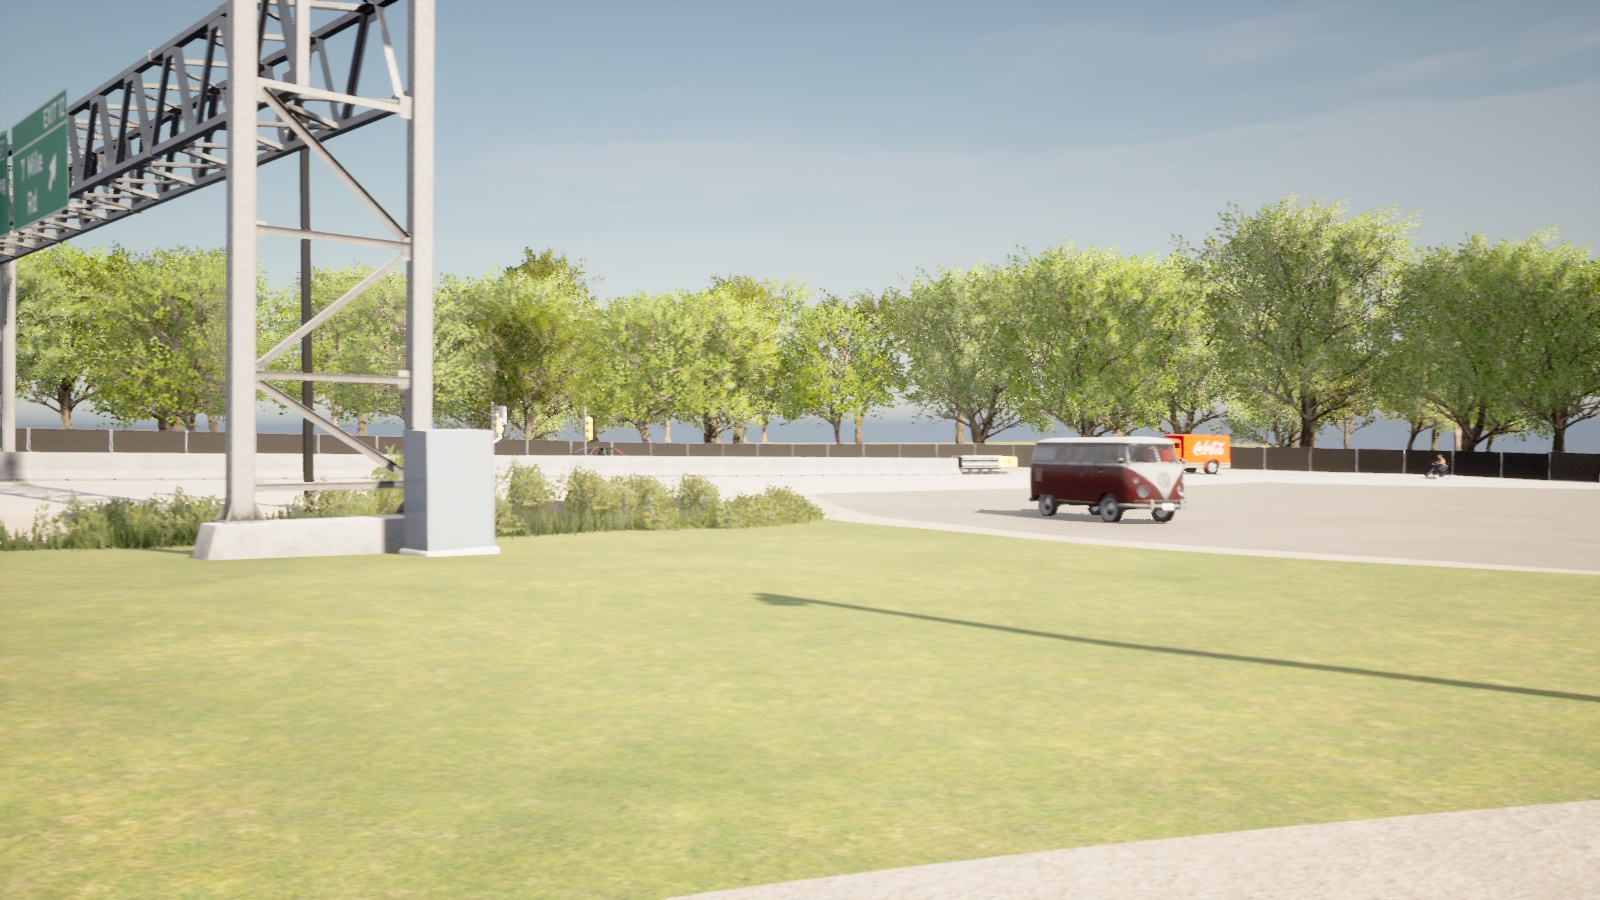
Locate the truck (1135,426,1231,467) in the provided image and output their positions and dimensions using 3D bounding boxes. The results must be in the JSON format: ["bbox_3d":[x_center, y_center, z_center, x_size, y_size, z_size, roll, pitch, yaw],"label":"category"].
[{"bbox_3d":[23.968,-0.264,78.597,5.204,2.467,2.627,-1,1,-19],"label":"truck"}]

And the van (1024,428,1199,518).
[{"bbox_3d":[7.344,0.512,30.088,1.775,1.987,4.442,-1,0,-23],"label":"van"}]

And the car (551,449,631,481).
[{"bbox_3d":[-10.951,0.781,65.993,1.851,1.617,3.988,0,0,38],"label":"car"}]
